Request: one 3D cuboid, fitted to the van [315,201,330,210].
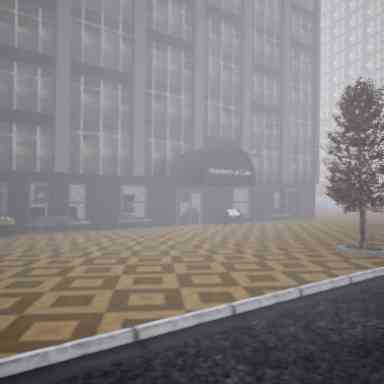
[{"bbox_3d":[24.267,2.572,63.276,1.690,1.788,3.998,0,-1,-22],"label":"van"}]
